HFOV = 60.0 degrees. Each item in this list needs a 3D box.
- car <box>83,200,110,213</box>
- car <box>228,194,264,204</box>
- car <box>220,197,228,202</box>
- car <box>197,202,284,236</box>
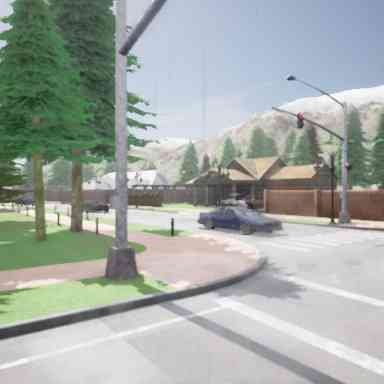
[{"bbox_3d":[-10.528,1.571,36.097,1.895,1.301,4.718,0,0,-37],"label":"car"},{"bbox_3d":[6.386,1.128,34.917,4.605,1.855,1.932,0,0,-37],"label":"car"},{"bbox_3d":[4.565,1.130,36.693,3.866,1.878,1.905,0,0,-37],"label":"car"},{"bbox_3d":[2.486,1.517,18.719,2.033,1.411,5.357,0,0,-37],"label":"car"}]
